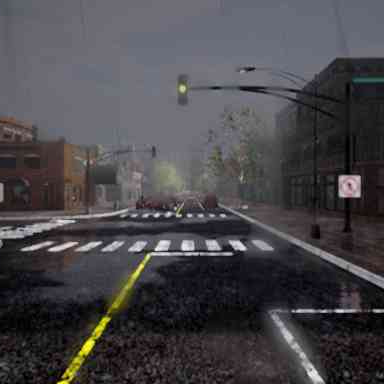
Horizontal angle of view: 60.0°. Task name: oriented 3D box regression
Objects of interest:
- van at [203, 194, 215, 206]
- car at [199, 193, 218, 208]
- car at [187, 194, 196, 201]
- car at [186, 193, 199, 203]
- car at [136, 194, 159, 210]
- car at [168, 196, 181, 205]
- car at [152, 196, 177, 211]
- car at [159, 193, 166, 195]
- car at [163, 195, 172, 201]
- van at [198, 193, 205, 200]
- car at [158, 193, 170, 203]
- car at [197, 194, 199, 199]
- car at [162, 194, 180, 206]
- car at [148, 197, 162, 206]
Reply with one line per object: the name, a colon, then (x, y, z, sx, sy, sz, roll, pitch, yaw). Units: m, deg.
van: (2.592, 1.277, 52.917, 1.690, 1.788, 3.998, -1, 0, 0)
car: (2.601, 1.258, 47.373, 2.192, 1.841, 5.009, -1, 0, 0)
car: (-0.140, 1.279, 78.228, 1.882, 1.535, 5.008, 0, 0, 0)
car: (-0.122, 1.409, 67.812, 2.128, 1.511, 4.902, 0, 0, 0)
car: (-5.769, 1.265, 41.814, 2.192, 1.841, 5.009, -1, 0, 0)
car: (-3.109, 1.420, 59.202, 2.128, 1.511, 4.902, 0, 0, 0)
car: (-3.165, 1.517, 39.272, 1.994, 1.385, 4.181, 0, 0, 0)
car: (-5.810, 1.238, 63.990, 2.192, 1.841, 5.009, -1, 0, 0)
car: (-5.837, 1.446, 80.622, 1.887, 1.381, 4.507, -1, 0, 0)
van: (2.532, 1.235, 86.181, 1.690, 1.788, 3.998, -1, 0, 0)
car: (-5.819, 1.231, 69.534, 2.192, 1.841, 5.009, -1, 0, 0)
car: (2.574, 1.473, 64.005, 2.008, 1.369, 4.403, -1, 0, 0)
car: (-3.156, 1.419, 49.072, 1.882, 1.535, 5.008, 0, 0, 0)
car: (-5.787, 1.518, 52.903, 1.802, 1.307, 4.206, -1, 0, 0)
